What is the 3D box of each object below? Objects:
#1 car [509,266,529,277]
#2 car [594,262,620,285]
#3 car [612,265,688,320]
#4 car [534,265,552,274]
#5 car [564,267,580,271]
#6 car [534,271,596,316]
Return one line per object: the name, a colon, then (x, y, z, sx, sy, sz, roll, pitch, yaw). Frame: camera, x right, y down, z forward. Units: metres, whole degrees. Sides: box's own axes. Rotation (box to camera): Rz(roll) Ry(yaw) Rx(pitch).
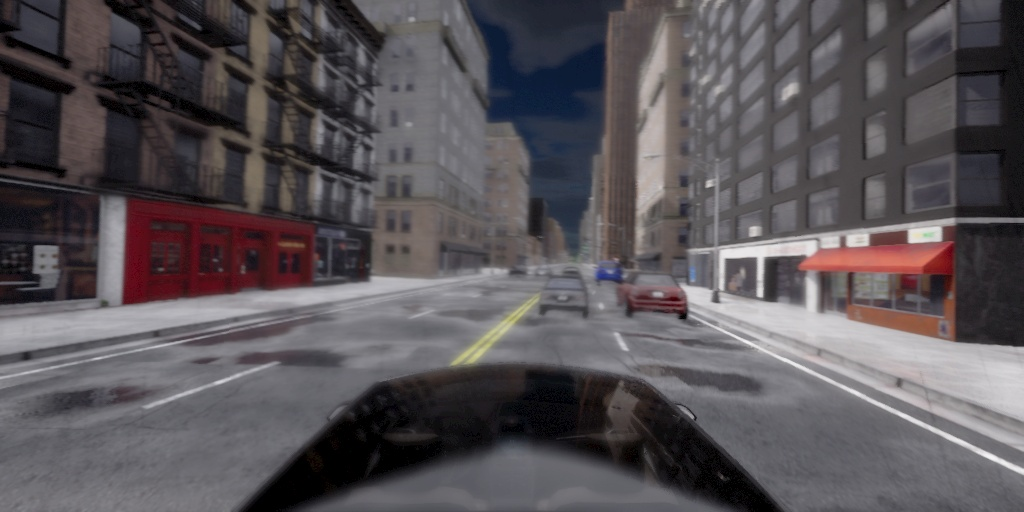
car: (0.878, 1.931, 45.093, 1.895, 1.301, 4.718, 1, -1, 10)
car: (8.687, 1.569, 32.414, 2.150, 2.045, 5.566, 1, -1, 10)
car: (5.459, 1.395, 14.510, 2.097, 1.767, 4.553, 1, -1, 11)
car: (3.806, 1.863, 43.013, 2.128, 1.511, 4.902, 1, -1, 10)
car: (5.653, 1.802, 33.932, 1.837, 1.490, 4.892, 1, -1, 10)
car: (2.171, 1.514, 14.612, 2.033, 1.411, 5.357, 1, -1, 11)
